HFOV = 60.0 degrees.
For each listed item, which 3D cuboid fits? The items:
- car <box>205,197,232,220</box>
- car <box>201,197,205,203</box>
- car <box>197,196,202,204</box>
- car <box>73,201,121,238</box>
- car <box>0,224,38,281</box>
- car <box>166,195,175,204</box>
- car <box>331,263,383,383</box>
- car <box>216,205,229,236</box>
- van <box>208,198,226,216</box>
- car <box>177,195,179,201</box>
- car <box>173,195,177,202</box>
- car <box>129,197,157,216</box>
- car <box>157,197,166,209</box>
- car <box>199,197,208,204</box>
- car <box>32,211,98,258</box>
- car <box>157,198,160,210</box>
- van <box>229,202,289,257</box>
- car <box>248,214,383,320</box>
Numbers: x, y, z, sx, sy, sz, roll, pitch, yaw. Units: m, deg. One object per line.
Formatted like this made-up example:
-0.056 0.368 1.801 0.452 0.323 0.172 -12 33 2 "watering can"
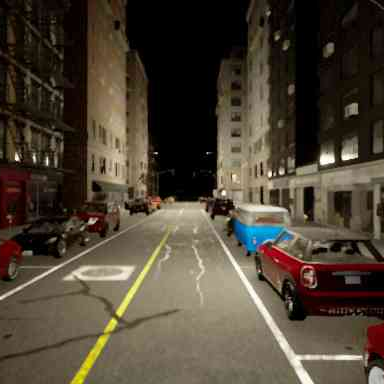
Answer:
2.656 1.498 30.116 2.192 1.841 5.009 0 0 0 "car"
2.663 1.564 41.474 2.192 1.841 5.009 0 0 0 "car"
2.682 1.990 74.160 2.008 1.369 4.403 0 0 0 "car"
-5.384 1.429 18.767 2.192 1.841 5.009 0 0 0 "car"
-5.389 1.628 7.410 1.802 1.307 4.206 0 0 0 "car"
-5.371 1.963 73.995 1.752 1.417 4.829 0 0 0 "car"
2.639 1.556 1.722 1.887 1.381 4.507 0 0 0 "car"
2.649 1.666 18.758 2.008 1.369 4.403 0 0 0 "car"
2.660 1.557 35.795 1.690 1.788 3.998 0 0 0 "van"
-5.355 1.851 90.611 2.192 1.841 5.009 0 0 0 "car"
-5.361 2.028 84.958 1.752 1.417 4.829 0 0 0 "car"
-5.377 1.530 35.803 2.192 1.841 5.009 0 0 0 "car"
-5.372 1.596 47.159 2.192 1.841 5.009 0 0 0 "car"
2.685 2.016 79.641 1.887 1.381 4.507 0 0 0 "car"
-5.387 1.646 13.088 1.947 1.339 4.313 0 0 0 "car"
-5.375 1.773 41.308 1.752 1.417 4.829 0 0 0 "car"
2.646 1.422 13.080 1.690 1.788 3.998 0 0 0 "van"
2.643 1.486 7.401 1.967 1.590 4.097 0 0 0 "car"
